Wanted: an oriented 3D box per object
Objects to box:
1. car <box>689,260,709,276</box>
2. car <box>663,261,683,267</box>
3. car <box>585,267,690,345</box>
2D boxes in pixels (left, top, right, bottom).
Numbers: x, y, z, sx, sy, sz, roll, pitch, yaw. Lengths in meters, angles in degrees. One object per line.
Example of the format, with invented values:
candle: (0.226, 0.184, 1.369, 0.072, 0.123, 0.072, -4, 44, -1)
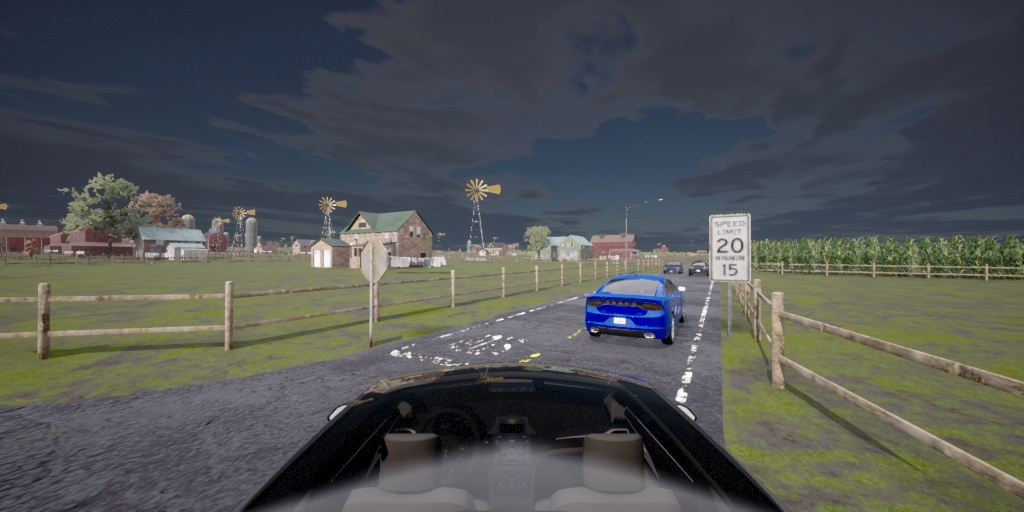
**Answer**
car: (19.245, 1.275, 36.803, 1.812, 1.442, 4.674, 0, 0, 31)
car: (18.794, 1.300, 41.615, 2.033, 1.411, 5.357, 0, 0, 30)
car: (3.532, 1.229, 9.776, 1.882, 1.535, 5.008, 0, 0, 30)
